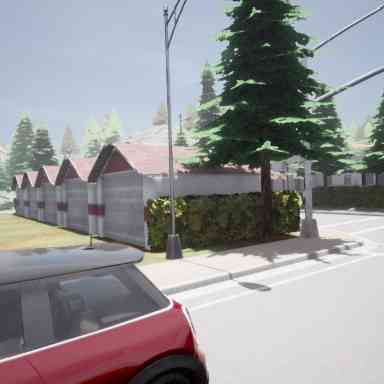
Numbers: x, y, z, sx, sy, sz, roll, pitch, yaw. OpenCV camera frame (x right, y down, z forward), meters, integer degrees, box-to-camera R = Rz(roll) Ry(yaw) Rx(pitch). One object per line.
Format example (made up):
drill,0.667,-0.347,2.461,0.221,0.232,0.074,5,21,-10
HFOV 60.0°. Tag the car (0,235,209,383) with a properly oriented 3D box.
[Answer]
car,-2.127,1.357,2.481,4.553,1.767,2.097,-2,1,-36
